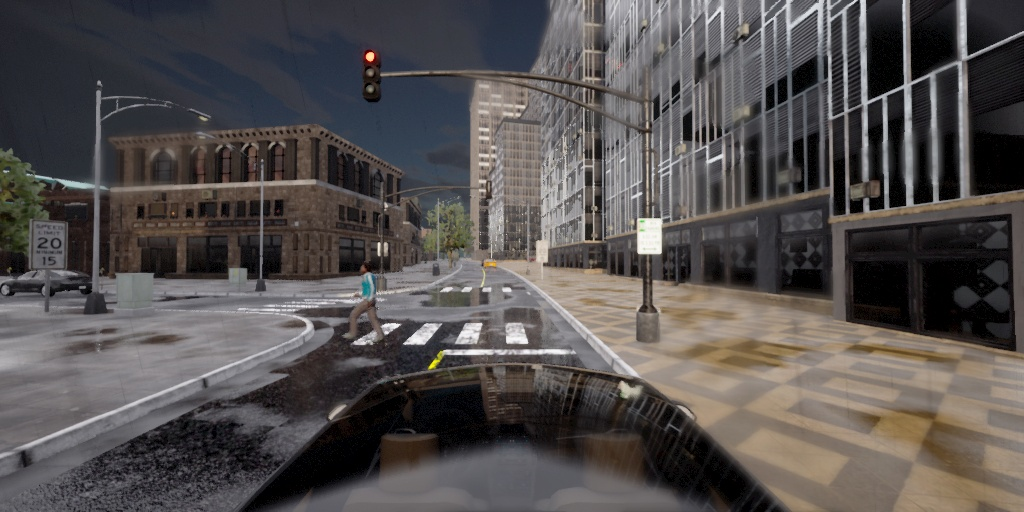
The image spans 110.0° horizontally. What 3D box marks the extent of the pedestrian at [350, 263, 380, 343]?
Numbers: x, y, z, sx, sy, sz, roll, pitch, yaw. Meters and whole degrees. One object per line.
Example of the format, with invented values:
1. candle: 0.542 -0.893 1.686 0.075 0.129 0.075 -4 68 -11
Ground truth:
1. pedestrian: -3.342 1.044 8.175 0.375 1.860 0.375 1 -1 -1

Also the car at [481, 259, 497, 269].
1. car: -3.580 1.223 58.416 1.882 1.535 5.008 0 0 -7

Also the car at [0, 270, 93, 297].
1. car: -24.233 1.382 18.767 4.403 1.370 2.007 0 0 9
